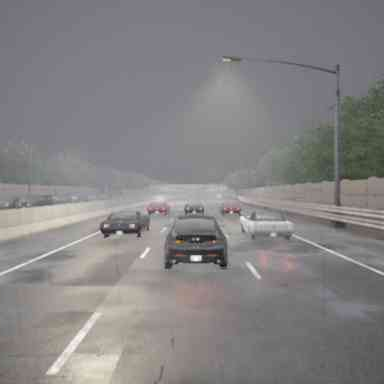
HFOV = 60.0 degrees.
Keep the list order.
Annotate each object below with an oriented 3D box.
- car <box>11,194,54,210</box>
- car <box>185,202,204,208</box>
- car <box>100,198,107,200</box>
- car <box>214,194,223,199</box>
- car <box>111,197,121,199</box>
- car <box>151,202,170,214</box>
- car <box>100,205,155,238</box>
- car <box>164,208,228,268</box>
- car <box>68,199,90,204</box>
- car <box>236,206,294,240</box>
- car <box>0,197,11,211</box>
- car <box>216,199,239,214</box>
[{"bbox_3d":[-17.435,1.245,37.234,2.150,2.045,5.566,0,0,1],"label":"car"},{"bbox_3d":[0.229,1.624,33.506,1.895,1.301,4.718,0,0,0],"label":"car"},{"bbox_3d":[-20.342,1.594,78.775,2.033,1.411,5.357,0,0,1],"label":"car"},{"bbox_3d":[7.835,1.480,95.062,1.812,1.442,4.674,0,0,2],"label":"car"},{"bbox_3d":[-16.843,1.580,78.718,2.128,1.511,4.902,0,0,1],"label":"car"},{"bbox_3d":[-3.272,1.623,33.494,1.895,1.301,4.718,0,0,0],"label":"car"},{"bbox_3d":[-3.359,1.612,17.687,1.895,1.301,4.718,0,0,0],"label":"car"},{"bbox_3d":[0.119,1.512,11.259,1.837,1.490,4.892,0,0,0],"label":"car"},{"bbox_3d":[-13.884,1.575,41.157,2.033,1.411,5.357,0,0,1],"label":"car"},{"bbox_3d":[3.638,1.612,17.024,1.895,1.301,4.718,0,0,0],"label":"car"},{"bbox_3d":[-20.916,1.376,38.146,2.097,1.767,4.553,0,0,1],"label":"car"},{"bbox_3d":[3.729,1.624,33.481,1.895,1.301,4.718,0,0,0],"label":"car"}]
